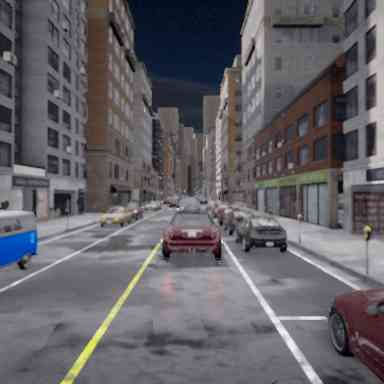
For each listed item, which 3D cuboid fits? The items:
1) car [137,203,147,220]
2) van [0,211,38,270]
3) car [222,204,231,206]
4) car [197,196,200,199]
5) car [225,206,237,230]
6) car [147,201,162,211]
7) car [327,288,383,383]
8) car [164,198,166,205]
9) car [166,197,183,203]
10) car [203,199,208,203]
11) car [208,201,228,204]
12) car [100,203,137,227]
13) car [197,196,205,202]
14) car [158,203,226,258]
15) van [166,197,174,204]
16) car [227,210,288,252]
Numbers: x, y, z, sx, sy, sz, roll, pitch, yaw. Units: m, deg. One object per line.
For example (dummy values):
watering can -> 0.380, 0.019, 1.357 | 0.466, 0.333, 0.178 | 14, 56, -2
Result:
car -> -5.680, 1.739, 30.941 | 1.967, 1.590, 4.097 | 0, -1, 0
van -> -5.670, 1.429, 8.839 | 1.690, 1.788, 3.998 | 0, -1, 0
car -> 2.848, 1.828, 25.417 | 1.802, 1.307, 4.206 | 0, -1, 0
car -> 2.826, 2.409, 85.318 | 1.947, 1.339, 4.313 | 0, -1, 0
car -> 2.850, 1.745, 19.892 | 2.008, 1.369, 4.403 | 0, -1, 0
car -> -5.686, 1.984, 47.347 | 1.752, 1.417, 4.829 | 0, -1, 0
car -> 2.855, 1.616, 3.314 | 1.802, 1.307, 4.206 | 0, -1, 0
car -> -5.688, 2.066, 53.042 | 2.008, 1.369, 4.403 | 0, -1, 0
car -> -3.028, 2.108, 57.600 | 2.033, 1.411, 5.357 | 0, -1, 0
car -> 2.839, 1.987, 47.689 | 1.752, 1.417, 4.829 | 0, -1, 0
car -> 2.845, 1.739, 30.944 | 1.967, 1.590, 4.097 | 0, -1, 0
car -> -5.678, 1.770, 25.245 | 1.752, 1.417, 4.829 | 0, -1, 0
car -> 2.828, 2.332, 79.817 | 1.887, 1.381, 4.507 | 0, -1, 0
car -> 0.019, 1.483, 13.419 | 2.097, 1.767, 4.553 | 0, -1, 0
van -> -5.700, 2.184, 85.317 | 1.690, 1.788, 3.998 | 0, -1, 0
car -> 2.851, 1.692, 14.366 | 2.008, 1.369, 4.403 | 0, -1, 0
